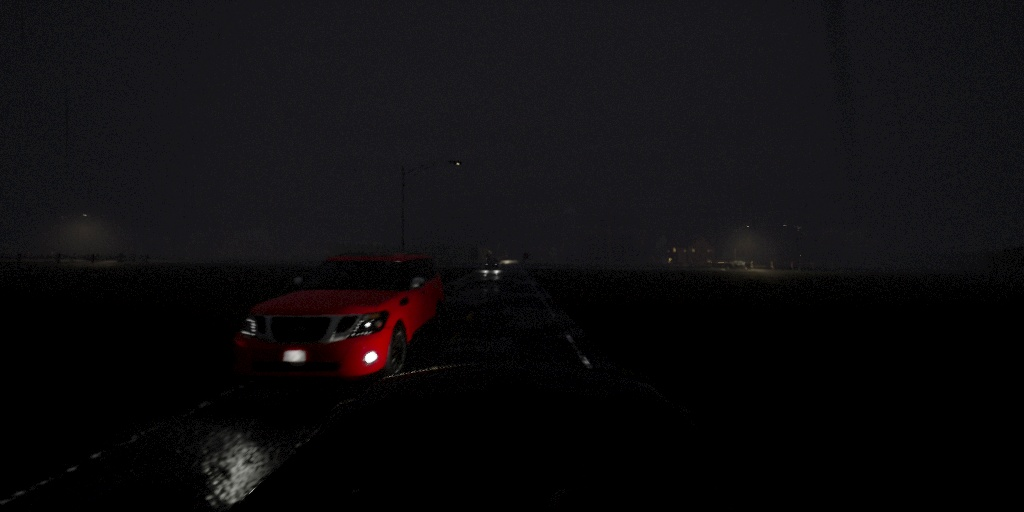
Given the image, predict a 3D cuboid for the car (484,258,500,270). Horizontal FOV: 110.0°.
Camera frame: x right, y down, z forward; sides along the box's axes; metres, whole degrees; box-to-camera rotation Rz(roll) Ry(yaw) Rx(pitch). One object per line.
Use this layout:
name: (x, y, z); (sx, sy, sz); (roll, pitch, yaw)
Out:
car: (-2.745, 1.010, 49.610); (1.837, 1.490, 4.892); (0, 0, 0)

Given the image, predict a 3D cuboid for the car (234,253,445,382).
car: (-2.850, 0.949, 7.461); (2.150, 2.045, 5.566); (0, 0, 0)
